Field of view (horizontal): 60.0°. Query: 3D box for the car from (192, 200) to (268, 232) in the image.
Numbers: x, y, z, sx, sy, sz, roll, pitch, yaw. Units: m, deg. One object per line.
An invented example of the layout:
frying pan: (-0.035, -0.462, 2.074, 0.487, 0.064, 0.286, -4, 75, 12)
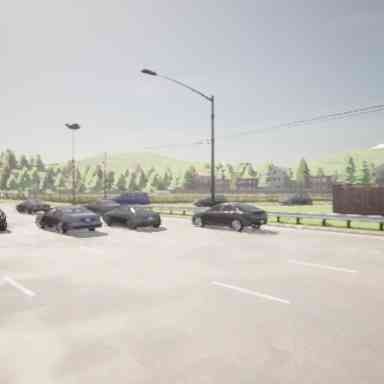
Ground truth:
car: (2.042, 1.386, 19.320, 1.837, 1.490, 4.892, -1, -1, -44)

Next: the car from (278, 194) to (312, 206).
car: (14.061, 1.048, 45.421, 4.553, 1.767, 2.097, 0, 0, -18)

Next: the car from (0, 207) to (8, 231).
car: (-12.302, 1.297, 19.150, 2.097, 1.767, 4.553, -1, 0, -44)

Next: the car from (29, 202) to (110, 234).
car: (-7.028, 1.473, 18.692, 2.033, 1.411, 5.357, -1, 0, -44)

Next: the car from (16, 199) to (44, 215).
car: (-15.778, 1.432, 32.942, 2.033, 1.411, 5.357, -1, 0, -44)

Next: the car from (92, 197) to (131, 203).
car: (-8.024, 1.417, 29.881, 2.033, 1.411, 5.357, -1, 0, -44)

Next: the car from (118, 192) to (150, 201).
car: (-7.897, 1.030, 41.057, 5.566, 2.045, 2.150, 0, 0, 4)

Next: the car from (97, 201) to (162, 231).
car: (-3.721, 1.467, 20.295, 1.994, 1.385, 4.181, -1, 0, -44)

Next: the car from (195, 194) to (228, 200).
car: (2.272, 1.114, 41.927, 4.553, 1.767, 2.097, 0, 0, -13)
